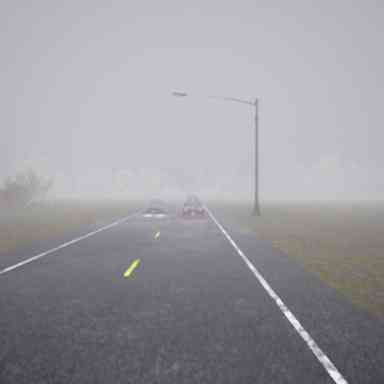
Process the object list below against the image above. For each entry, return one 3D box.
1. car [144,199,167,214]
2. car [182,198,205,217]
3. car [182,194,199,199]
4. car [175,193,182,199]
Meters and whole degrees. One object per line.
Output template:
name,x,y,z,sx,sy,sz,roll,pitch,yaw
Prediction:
car,-3.583,1.403,33.701,2.033,1.411,5.357,0,0,0
car,0.111,1.477,29.143,1.895,1.301,4.718,0,0,0
car,0.116,1.156,45.531,2.097,1.767,4.553,0,0,0
car,-3.467,0.955,92.062,2.097,1.767,4.553,0,0,0
